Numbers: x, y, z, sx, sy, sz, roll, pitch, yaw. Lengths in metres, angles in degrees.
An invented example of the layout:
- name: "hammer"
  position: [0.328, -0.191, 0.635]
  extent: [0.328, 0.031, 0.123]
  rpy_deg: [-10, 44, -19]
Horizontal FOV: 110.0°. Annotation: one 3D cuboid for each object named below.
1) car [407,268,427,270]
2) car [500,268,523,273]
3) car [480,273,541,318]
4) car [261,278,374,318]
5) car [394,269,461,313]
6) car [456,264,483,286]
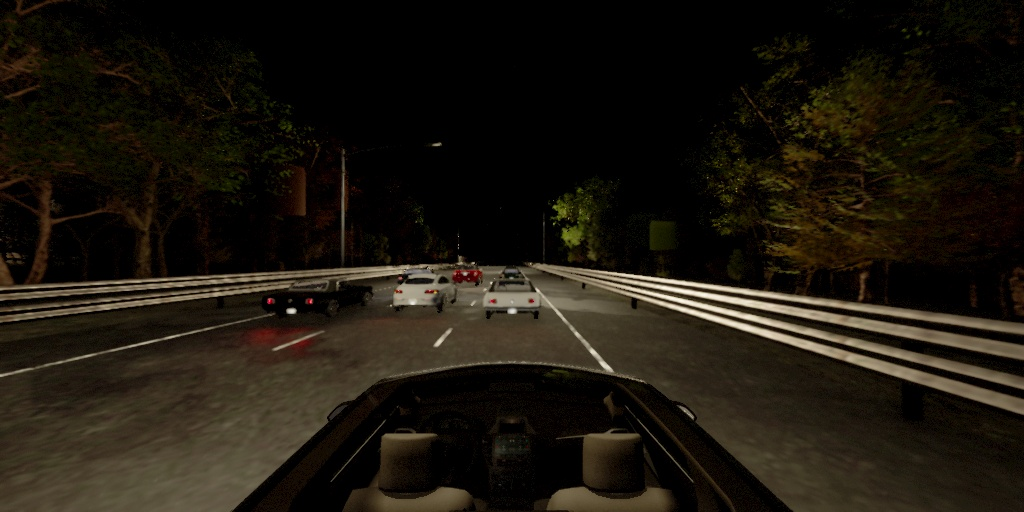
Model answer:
- name: "car"
  position: [-7.044, 1.597, 27.040]
  extent: [2.033, 1.411, 5.357]
  rpy_deg: [0, -1, 0]
- name: "car"
  position: [-0.031, 1.641, 29.405]
  extent: [1.994, 1.385, 4.181]
  rpy_deg: [0, -1, 0]
- name: "car"
  position: [0.023, 1.492, 13.595]
  extent: [1.895, 1.301, 4.718]
  rpy_deg: [0, -1, 0]
- name: "car"
  position: [-6.977, 1.492, 13.592]
  extent: [1.895, 1.301, 4.718]
  rpy_deg: [0, -1, 0]
- name: "car"
  position: [-3.470, 1.432, 14.895]
  extent: [1.812, 1.442, 4.674]
  rpy_deg: [0, 0, 0]
- name: "car"
  position: [-3.533, 1.425, 29.152]
  extent: [2.097, 1.767, 4.553]
  rpy_deg: [0, -1, 0]
